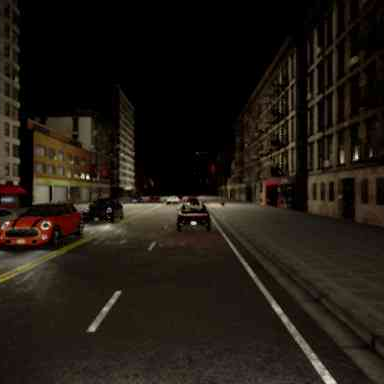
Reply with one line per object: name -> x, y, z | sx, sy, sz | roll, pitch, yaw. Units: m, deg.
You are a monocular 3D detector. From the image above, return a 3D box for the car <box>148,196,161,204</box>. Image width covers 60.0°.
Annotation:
car -> -6.544, 1.338, 58.629 | 1.994, 1.385, 4.181 | 0, 0, 1

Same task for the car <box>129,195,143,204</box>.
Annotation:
car -> -9.794, 1.299, 58.599 | 1.812, 1.442, 4.674 | 0, 0, 1

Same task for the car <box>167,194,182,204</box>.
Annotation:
car -> -3.151, 1.382, 56.436 | 1.895, 1.301, 4.718 | 0, 0, 0

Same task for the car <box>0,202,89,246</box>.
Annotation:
car -> -6.511, 1.295, 14.936 | 2.097, 1.767, 4.553 | 0, 0, 0

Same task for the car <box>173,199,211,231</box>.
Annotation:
car -> 0.098, 1.415, 19.990 | 2.128, 1.511, 4.902 | 0, 0, 0

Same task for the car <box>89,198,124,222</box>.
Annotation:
car -> -6.501, 1.256, 24.898 | 2.097, 1.767, 4.553 | 0, 0, 0

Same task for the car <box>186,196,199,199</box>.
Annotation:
car -> 0.100, 1.335, 49.045 | 1.812, 1.442, 4.674 | 0, 0, 0
